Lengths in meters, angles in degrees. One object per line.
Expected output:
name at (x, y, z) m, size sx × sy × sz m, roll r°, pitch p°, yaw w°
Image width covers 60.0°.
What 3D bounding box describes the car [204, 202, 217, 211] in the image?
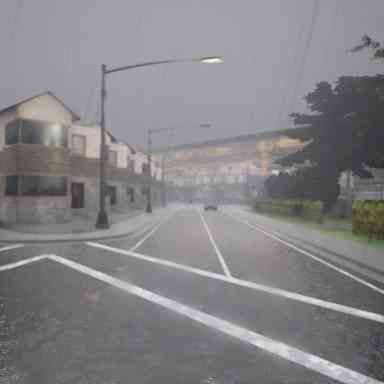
car at (2.770, 2.239, 50.716) m, size 1.895 × 1.301 × 4.718 m, roll 0°, pitch -1°, yaw 0°
